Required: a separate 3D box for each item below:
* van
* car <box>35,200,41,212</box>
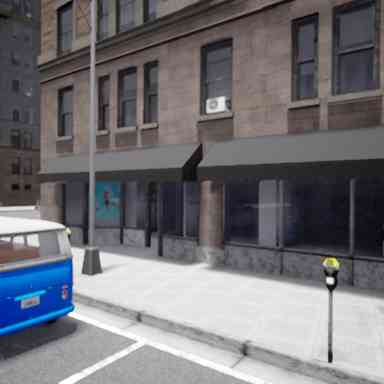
[{"bbox_3d":[-3.787,1.312,5.774,3.998,1.788,1.690,0,0,35],"label":"van"},{"bbox_3d":[-12.820,1.072,33.505,2.150,2.045,5.566,1,0,35],"label":"car"}]
